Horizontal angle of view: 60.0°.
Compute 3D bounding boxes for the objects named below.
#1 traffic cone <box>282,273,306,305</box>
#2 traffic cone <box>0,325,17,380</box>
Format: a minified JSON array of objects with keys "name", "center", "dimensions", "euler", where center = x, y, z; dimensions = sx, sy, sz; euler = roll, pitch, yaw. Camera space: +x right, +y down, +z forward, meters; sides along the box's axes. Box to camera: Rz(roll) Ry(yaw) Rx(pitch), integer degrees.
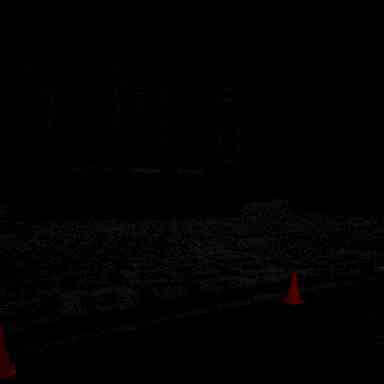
[{"name":"traffic cone","center":[2.098,1.952,6.829],"dimensions":[0.340,0.580,0.340],"euler":[0,0,-29]},{"name":"traffic cone","center":[-2.352,1.931,4.079],"dimensions":[0.340,0.580,0.340],"euler":[0,0,-34]}]
